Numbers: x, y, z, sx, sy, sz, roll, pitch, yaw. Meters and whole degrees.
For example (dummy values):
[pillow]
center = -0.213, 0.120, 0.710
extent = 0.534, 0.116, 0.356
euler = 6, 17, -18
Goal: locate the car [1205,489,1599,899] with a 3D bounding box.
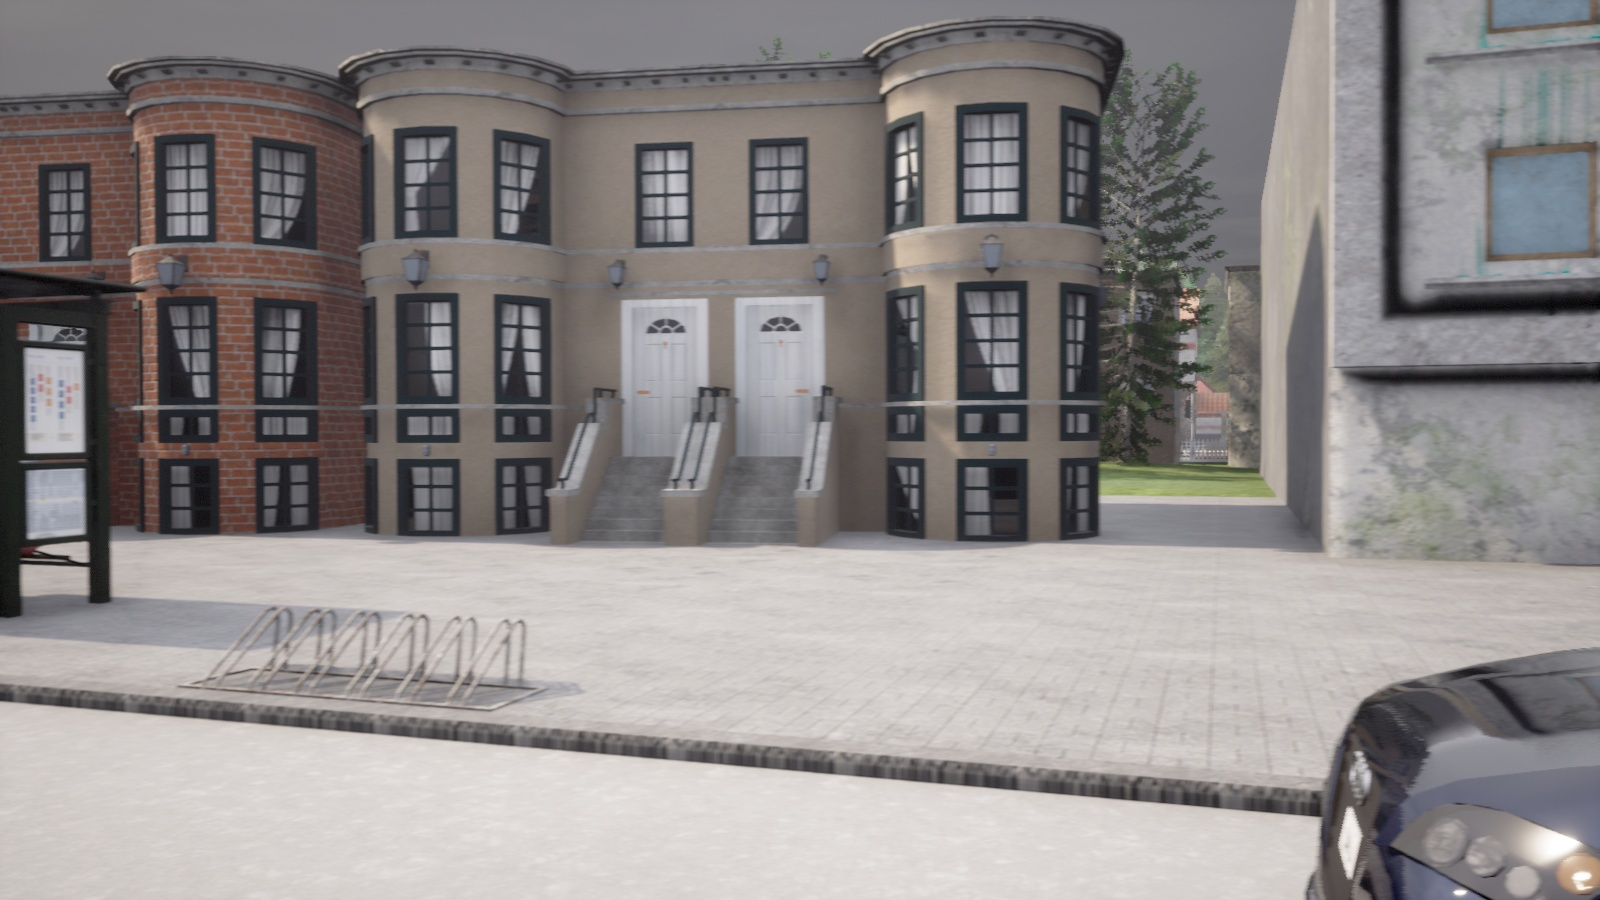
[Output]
[car]
center = 3.076, 0.859, 2.687
extent = 4.181, 1.385, 1.994
euler = 1, 1, 19
